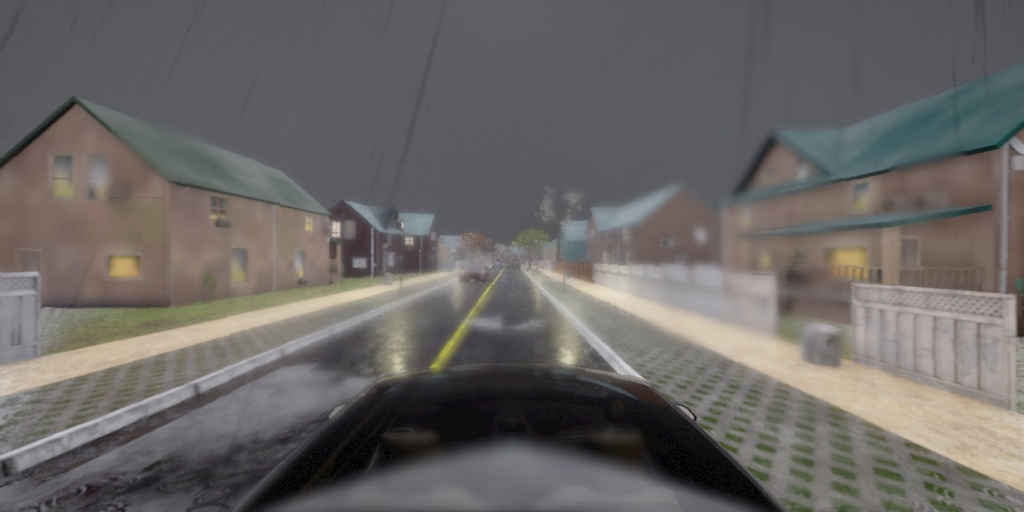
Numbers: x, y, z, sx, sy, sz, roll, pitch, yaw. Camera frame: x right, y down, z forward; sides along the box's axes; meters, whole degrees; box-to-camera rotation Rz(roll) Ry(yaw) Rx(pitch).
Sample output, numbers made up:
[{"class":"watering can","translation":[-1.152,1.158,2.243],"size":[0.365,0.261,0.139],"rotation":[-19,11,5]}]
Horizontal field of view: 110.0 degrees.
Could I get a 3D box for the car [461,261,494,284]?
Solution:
[{"class":"car","translation":[-2.856,1.326,29.122],"size":[2.097,1.767,4.553],"rotation":[0,-1,0]}]
